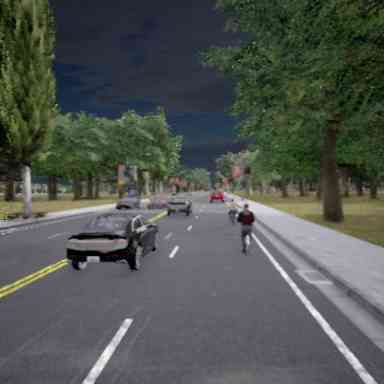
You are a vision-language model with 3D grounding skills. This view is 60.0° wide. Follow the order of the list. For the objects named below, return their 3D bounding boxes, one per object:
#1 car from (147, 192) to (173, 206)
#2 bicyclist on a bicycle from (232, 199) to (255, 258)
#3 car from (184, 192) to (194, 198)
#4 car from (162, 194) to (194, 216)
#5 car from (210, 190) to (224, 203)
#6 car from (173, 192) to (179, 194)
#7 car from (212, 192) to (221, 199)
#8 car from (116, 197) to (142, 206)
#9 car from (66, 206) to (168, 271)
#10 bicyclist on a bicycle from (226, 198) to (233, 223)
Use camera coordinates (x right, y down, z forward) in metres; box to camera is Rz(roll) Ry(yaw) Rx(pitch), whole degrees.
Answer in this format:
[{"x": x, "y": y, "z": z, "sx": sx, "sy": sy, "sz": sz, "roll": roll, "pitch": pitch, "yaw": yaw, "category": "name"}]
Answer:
[{"x": -3.777, "y": 1.043, "z": 37.927, "sx": 2.097, "sy": 1.767, "sz": 4.553, "roll": -1, "pitch": 1, "yaw": 4, "category": "car"}, {"x": 1.829, "y": 1.239, "z": 11.254, "sx": 0.659, "sy": 1.776, "sz": 1.843, "roll": -1, "pitch": 1, "yaw": 4, "category": "bicyclist on a bicycle"}, {"x": -0.747, "y": 0.652, "z": 79.203, "sx": 1.895, "sy": 1.301, "sz": 4.718, "roll": -1, "pitch": 1, "yaw": 4, "category": "car"}, {"x": -0.976, "y": 1.232, "z": 28.795, "sx": 2.128, "sy": 1.511, "sz": 4.902, "roll": -1, "pitch": 1, "yaw": 4, "category": "car"}, {"x": 4.113, "y": 0.653, "z": 54.567, "sx": 2.150, "sy": 2.045, "sz": 5.566, "roll": -1, "pitch": 1, "yaw": 4, "category": "car"}, {"x": -4.018, "y": 0.720, "z": 79.021, "sx": 1.895, "sy": 1.301, "sz": 4.718, "roll": -1, "pitch": 1, "yaw": 4, "category": "car"}, {"x": 5.352, "y": 0.720, "z": 73.338, "sx": 1.882, "sy": 1.535, "sz": 5.008, "roll": -1, "pitch": 1, "yaw": 4, "category": "car"}, {"x": -7.059, "y": 1.286, "z": 37.608, "sx": 2.033, "sy": 1.411, "sz": 5.357, "roll": -1, "pitch": 1, "yaw": 4, "category": "car"}, {"x": -2.268, "y": 1.420, "z": 10.639, "sx": 2.128, "sy": 1.511, "sz": 4.902, "roll": -1, "pitch": 1, "yaw": 4, "category": "car"}, {"x": 2.518, "y": 1.207, "z": 20.662, "sx": 0.866, "sy": 1.612, "sz": 1.509, "roll": -1, "pitch": 1, "yaw": 4, "category": "bicyclist on a bicycle"}]
